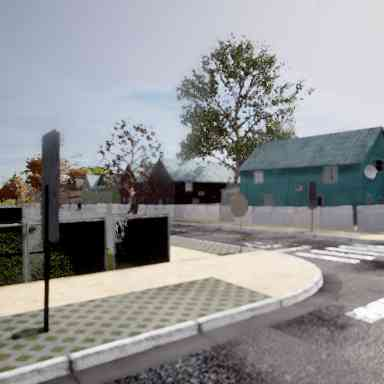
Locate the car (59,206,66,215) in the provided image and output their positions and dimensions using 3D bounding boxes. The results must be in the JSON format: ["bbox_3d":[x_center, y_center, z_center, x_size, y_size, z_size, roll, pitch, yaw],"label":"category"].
[{"bbox_3d":[-19.079,2.727,46.811,1.994,1.385,4.181,1,-2,-35],"label":"car"}]
